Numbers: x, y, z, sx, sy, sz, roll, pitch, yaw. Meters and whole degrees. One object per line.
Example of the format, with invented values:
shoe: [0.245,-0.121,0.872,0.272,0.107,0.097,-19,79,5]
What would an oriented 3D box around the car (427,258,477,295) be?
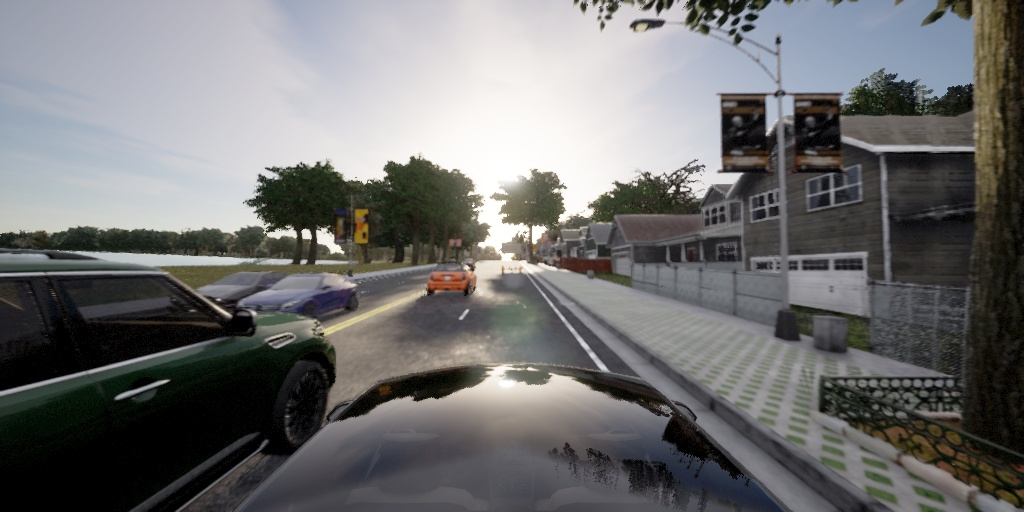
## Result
car: [-3.155,1.091,19.646,2.097,1.767,4.553,0,0,0]

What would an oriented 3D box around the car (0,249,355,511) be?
car: [-3.161,0.971,1.948,2.150,2.045,5.566,0,0,0]

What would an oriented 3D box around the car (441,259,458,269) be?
car: [-9.819,1.205,56.548,1.994,1.385,4.181,0,0,0]

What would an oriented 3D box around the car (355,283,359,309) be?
car: [-6.602,1.272,11.659,1.812,1.442,4.674,0,0,0]

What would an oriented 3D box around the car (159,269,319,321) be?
car: [-9.854,1.292,13.713,2.033,1.411,5.357,0,0,0]

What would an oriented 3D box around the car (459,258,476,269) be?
car: [-6.585,1.131,53.371,1.882,1.535,5.008,0,0,0]

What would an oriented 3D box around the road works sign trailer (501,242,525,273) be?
road works sign trailer: [-0.018,0.158,41.526,2.380,3.560,2.880,0,0,1]
